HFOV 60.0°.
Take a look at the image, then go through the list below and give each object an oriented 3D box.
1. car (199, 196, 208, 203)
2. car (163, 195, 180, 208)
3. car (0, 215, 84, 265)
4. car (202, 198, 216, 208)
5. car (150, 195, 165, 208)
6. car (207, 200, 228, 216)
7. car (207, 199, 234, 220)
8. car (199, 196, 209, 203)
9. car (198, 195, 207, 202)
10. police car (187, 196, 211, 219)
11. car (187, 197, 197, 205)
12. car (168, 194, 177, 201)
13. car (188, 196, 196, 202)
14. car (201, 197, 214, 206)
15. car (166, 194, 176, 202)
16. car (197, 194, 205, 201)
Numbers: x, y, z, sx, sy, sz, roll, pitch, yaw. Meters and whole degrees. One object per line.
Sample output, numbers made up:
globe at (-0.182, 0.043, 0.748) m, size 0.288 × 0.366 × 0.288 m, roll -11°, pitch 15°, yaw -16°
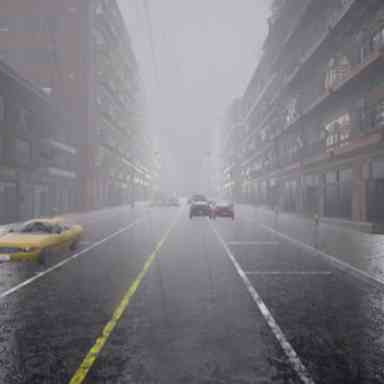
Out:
car at (2.602, 1.718, 78.273) m, size 1.887 × 1.381 × 4.507 m, roll 1°, pitch 0°, yaw 0°
car at (-2.821, 1.623, 50.096) m, size 2.033 × 1.411 × 5.357 m, roll 0°, pitch 0°, yaw 0°
car at (-5.291, 1.530, 11.807) m, size 1.752 × 1.417 × 4.829 m, roll 2°, pitch 0°, yaw 0°
car at (2.596, 1.622, 50.619) m, size 1.887 × 1.381 × 4.507 m, roll 1°, pitch 0°, yaw 0°
car at (-5.283, 1.602, 50.514) m, size 1.752 × 1.417 × 4.829 m, roll 2°, pitch 0°, yaw 0°
car at (2.593, 1.562, 34.199) m, size 1.752 × 1.417 × 4.829 m, roll 1°, pitch 0°, yaw 0°
car at (2.591, 1.571, 28.497) m, size 1.887 × 1.381 × 4.507 m, roll 1°, pitch 0°, yaw 0°
car at (2.601, 1.695, 72.743) m, size 1.887 × 1.381 × 4.507 m, roll 1°, pitch 0°, yaw 0°
car at (2.614, 1.638, 83.805) m, size 1.967 × 1.590 × 4.097 m, roll 1°, pitch 0°, yaw 0°
police car at (0.716, 1.452, 29.272) m, size 1.930 × 1.638 × 5.238 m, roll 0°, pitch 0°, yaw 0°
car at (0.015, 1.722, 64.915) m, size 1.895 × 1.301 × 4.718 m, roll 0°, pitch 0°, yaw 0°
car at (-5.270, 1.539, 89.397) m, size 2.192 × 1.841 × 5.009 m, roll 1°, pitch 0°, yaw 0°
car at (0.019, 1.611, 79.892) m, size 1.812 × 1.442 × 4.674 m, roll 0°, pitch 0°, yaw 0°
car at (2.597, 1.644, 56.151) m, size 2.008 × 1.369 × 4.403 m, roll 1°, pitch 0°, yaw 0°
car at (-5.271, 1.513, 83.868) m, size 2.192 × 1.841 × 5.009 m, roll 1°, pitch 0°, yaw 0°
car at (2.577, 1.565, 94.867) m, size 2.192 × 1.841 × 5.009 m, roll 1°, pitch 0°, yaw 0°
